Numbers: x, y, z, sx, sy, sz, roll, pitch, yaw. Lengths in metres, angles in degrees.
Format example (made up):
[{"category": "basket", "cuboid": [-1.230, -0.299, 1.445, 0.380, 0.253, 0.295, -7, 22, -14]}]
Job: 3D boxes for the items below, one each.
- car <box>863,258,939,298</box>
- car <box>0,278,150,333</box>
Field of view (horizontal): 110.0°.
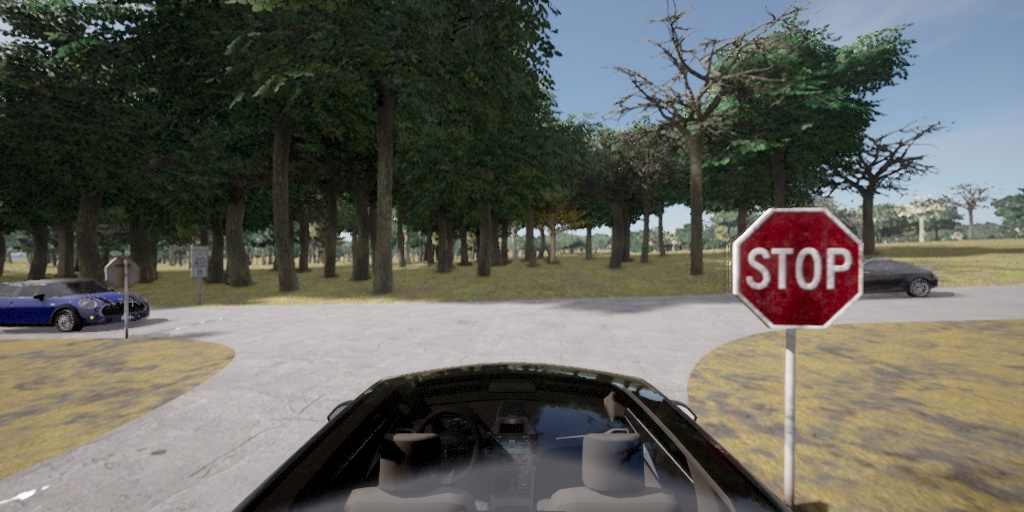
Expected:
[{"category": "car", "cuboid": [13.282, 0.831, 13.700, 4.674, 1.442, 1.812, -3, 0, 2]}, {"category": "car", "cuboid": [-15.602, 1.606, 12.567, 4.553, 1.767, 2.097, -2, 0, 4]}]
